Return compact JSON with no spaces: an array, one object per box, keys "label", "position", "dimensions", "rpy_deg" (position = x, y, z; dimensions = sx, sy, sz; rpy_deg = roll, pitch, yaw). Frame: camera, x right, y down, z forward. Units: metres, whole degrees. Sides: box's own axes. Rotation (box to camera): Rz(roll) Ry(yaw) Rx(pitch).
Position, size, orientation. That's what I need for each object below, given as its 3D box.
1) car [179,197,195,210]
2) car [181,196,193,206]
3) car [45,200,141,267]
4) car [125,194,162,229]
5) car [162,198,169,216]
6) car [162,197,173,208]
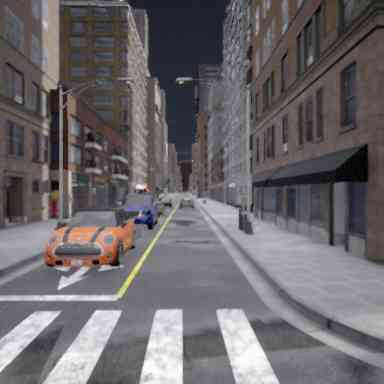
[{"label":"car","position":[-0.665,1.429,42.676],"dimensions":[2.128,1.511,4.902],"rpy_deg":[0,0,-1]},{"label":"car","position":[-0.842,1.453,53.184],"dimensions":[1.812,1.442,4.674],"rpy_deg":[0,0,-1]},{"label":"car","position":[-3.200,1.339,11.342],"dimensions":[2.097,1.767,4.553],"rpy_deg":[0,0,-1]},{"label":"car","position":[-3.383,1.192,21.473],"dimensions":[2.150,2.045,5.566],"rpy_deg":[0,0,-1]},{"label":"car","position":[-3.540,1.557,31.573],"dimensions":[1.895,1.301,4.718],"rpy_deg":[0,0,0]},{"label":"car","position":[-3.742,1.420,46.945],"dimensions":[1.882,1.535,5.008],"rpy_deg":[0,0,-1]}]
